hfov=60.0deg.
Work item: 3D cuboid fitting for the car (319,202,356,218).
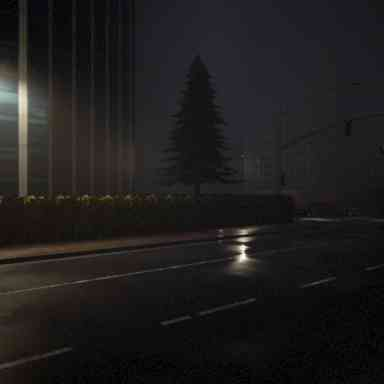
[{"bbox_3d":[12.484,1.601,30.737,1.895,1.301,4.718,0,0,-36],"label":"car"}]

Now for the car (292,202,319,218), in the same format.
[{"bbox_3d":[8.387,1.547,30.385,2.033,1.411,5.357,0,0,-35],"label":"car"}]
